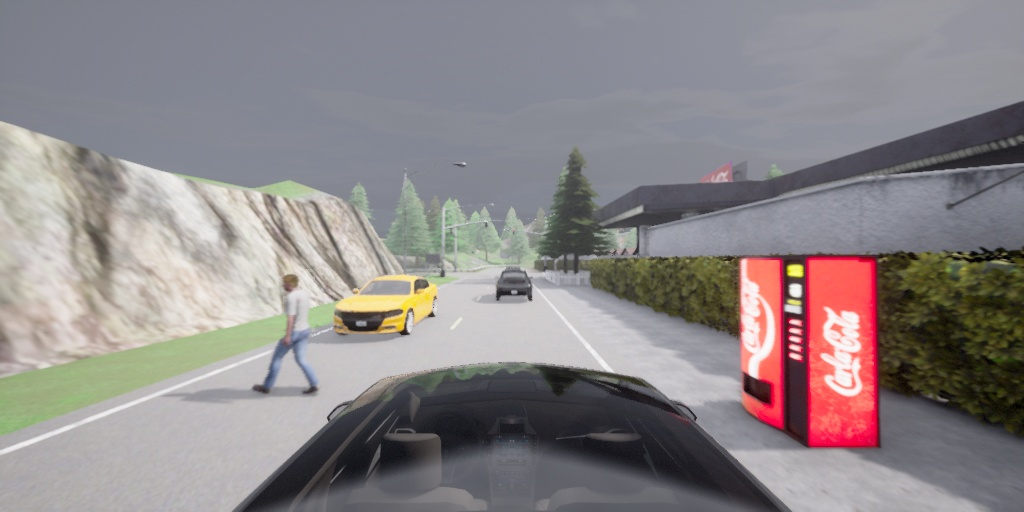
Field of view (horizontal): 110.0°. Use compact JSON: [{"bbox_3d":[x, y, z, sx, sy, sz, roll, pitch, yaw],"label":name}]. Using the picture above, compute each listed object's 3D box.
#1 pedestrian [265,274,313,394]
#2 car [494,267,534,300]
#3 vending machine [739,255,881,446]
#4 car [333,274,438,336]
[{"bbox_3d":[-3.271,1.091,5.276,0.375,1.860,0.375,0,-1,0],"label":"pedestrian"},{"bbox_3d":[0.107,1.489,19.333,1.837,1.490,4.892,0,-1,0],"label":"car"},{"bbox_3d":[3.501,0.980,4.332,1.100,2.100,0.880,0,0,0],"label":"vending machine"},{"bbox_3d":[-3.596,1.352,11.063,1.882,1.535,5.008,0,0,0],"label":"car"}]
